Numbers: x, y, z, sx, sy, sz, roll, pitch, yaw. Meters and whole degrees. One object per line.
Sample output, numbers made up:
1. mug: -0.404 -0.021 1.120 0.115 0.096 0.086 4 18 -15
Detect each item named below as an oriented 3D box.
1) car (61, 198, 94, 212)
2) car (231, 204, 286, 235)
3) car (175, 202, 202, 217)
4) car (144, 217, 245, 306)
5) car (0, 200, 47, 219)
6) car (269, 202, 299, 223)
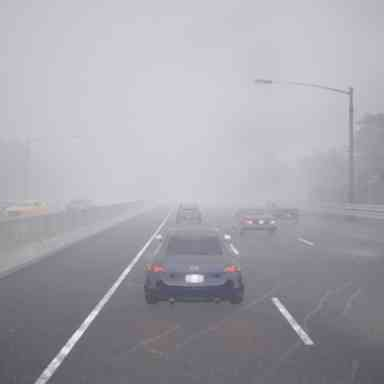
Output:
1. car: -11.199 1.430 32.781 2.097 1.767 4.553 0 0 -2
2. car: 3.366 1.543 18.806 2.033 1.411 5.357 0 0 -1
3. car: -0.270 1.521 24.849 2.128 1.511 4.902 0 0 -1
4. car: 0.028 1.533 8.040 1.994 1.385 4.181 0 0 -1
5. car: -14.602 1.537 29.561 1.882 1.535 5.008 0 0 -2
6. car: 6.708 1.512 25.794 1.882 1.535 5.008 0 0 -2
